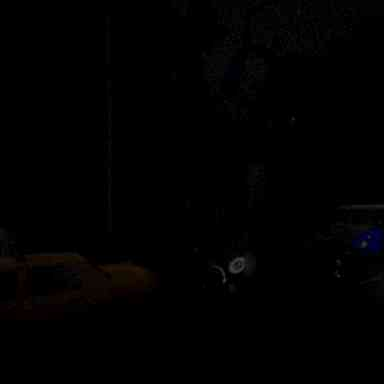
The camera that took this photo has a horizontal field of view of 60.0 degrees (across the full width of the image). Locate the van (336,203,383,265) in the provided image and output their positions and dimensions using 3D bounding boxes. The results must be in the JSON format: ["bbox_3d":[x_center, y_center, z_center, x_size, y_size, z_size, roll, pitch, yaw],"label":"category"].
[{"bbox_3d":[6.241,1.280,11.125,3.998,1.788,1.690,0,0,-36],"label":"van"}]

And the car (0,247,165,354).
[{"bbox_3d":[-2.739,1.523,4.696,4.829,1.417,1.752,0,0,-36],"label":"car"}]

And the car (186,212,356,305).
[{"bbox_3d":[1.820,1.408,7.960,4.097,1.590,1.967,0,0,-36],"label":"car"}]
